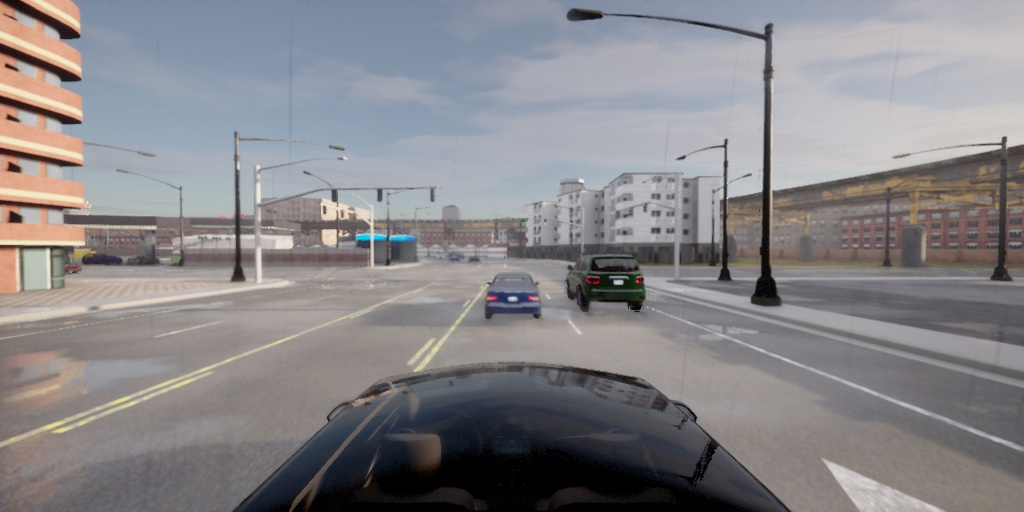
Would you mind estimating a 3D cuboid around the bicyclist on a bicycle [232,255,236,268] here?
[{"bbox_3d":[-34.654,0.655,45.096,0.582,1.620,1.656,0,1,-1],"label":"bicyclist on a bicycle"}]

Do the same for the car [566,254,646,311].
[{"bbox_3d":[3.551,0.955,14.454,2.150,2.045,5.566,0,0,1],"label":"car"}]

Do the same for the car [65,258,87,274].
[{"bbox_3d":[-44.022,1.148,33.937,4.718,1.301,1.895,0,1,-1],"label":"car"}]

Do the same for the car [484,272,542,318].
[{"bbox_3d":[0.043,1.284,12.918,2.033,1.411,5.357,0,0,0],"label":"car"}]
